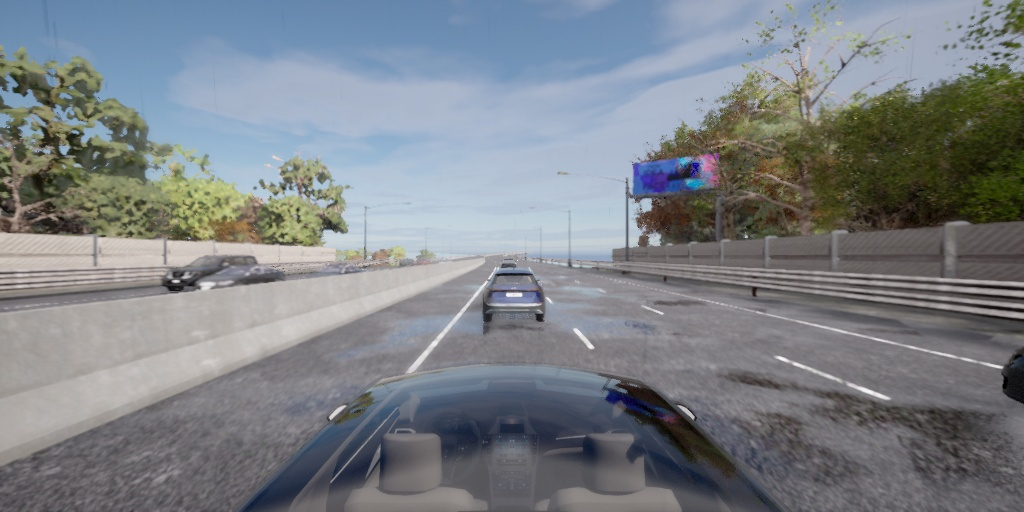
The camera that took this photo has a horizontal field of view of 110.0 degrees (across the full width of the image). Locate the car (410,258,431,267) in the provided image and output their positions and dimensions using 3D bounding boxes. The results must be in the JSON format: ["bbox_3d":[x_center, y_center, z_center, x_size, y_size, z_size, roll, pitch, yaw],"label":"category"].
[{"bbox_3d":[-15.040,1.080,60.216,2.097,1.767,4.553,0,0,-1],"label":"car"}]

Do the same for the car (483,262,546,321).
[{"bbox_3d":[0.051,1.180,12.530,2.033,1.649,4.856,0,0,0],"label":"car"}]

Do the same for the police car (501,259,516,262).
[{"bbox_3d":[-0.431,1.165,43.848,1.930,1.638,5.238,0,0,-1],"label":"police car"}]

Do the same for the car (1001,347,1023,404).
[{"bbox_3d":[7.092,1.252,2.421,1.837,1.490,4.892,0,0,0],"label":"car"}]

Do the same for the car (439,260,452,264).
[{"bbox_3d":[-11.646,1.325,63.768,1.895,1.301,4.718,0,0,-1],"label":"car"}]

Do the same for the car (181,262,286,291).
[{"bbox_3d":[-14.204,1.244,19.094,2.128,1.511,4.902,0,0,-1],"label":"car"}]

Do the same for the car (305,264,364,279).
[{"bbox_3d":[-10.735,1.243,21.970,2.128,1.511,4.902,0,0,-1],"label":"car"}]

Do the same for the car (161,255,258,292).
[{"bbox_3d":[-17.730,0.974,21.647,2.150,2.045,5.566,0,0,-1],"label":"car"}]
